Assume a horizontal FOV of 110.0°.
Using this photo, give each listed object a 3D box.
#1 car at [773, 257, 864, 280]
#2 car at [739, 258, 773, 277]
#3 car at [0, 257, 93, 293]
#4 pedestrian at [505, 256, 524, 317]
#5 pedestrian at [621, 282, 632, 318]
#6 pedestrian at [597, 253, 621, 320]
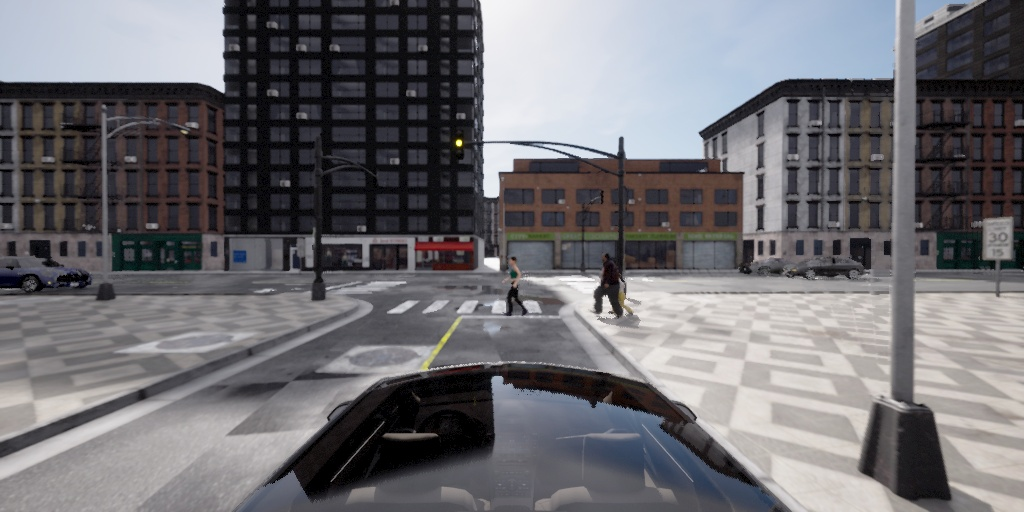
[{"bbox_3d":[21.320,0.824,24.726,4.892,1.490,1.837,0,1,0],"label":"car"},{"bbox_3d":[20.166,0.857,27.969,4.181,1.385,1.994,0,1,0],"label":"car"},{"bbox_3d":[-23.932,0.829,17.767,4.553,1.767,2.097,0,1,0],"label":"car"},{"bbox_3d":[0.071,0.888,10.806,0.375,1.860,0.375,0,1,0],"label":"pedestrian"},{"bbox_3d":[3.089,1.025,10.219,0.375,1.300,0.375,0,1,0],"label":"pedestrian"},{"bbox_3d":[2.594,0.756,9.615,0.375,1.860,0.375,0,1,0],"label":"pedestrian"}]
